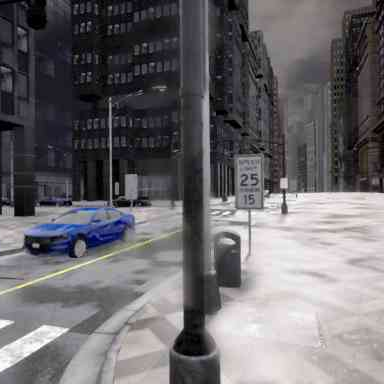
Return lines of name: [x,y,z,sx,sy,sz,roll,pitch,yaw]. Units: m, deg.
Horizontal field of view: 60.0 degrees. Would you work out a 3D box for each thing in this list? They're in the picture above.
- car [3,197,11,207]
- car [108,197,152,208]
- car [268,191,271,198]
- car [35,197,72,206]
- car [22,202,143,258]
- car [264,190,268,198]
car: [-26.347,1.333,43.064,4.718,1.301,1.895,0,0,19]
car: [-6.733,1.146,36.283,4.718,1.301,1.895,-1,0,21]
car: [14.604,0.410,66.634,2.128,1.511,4.902,-1,1,19]
car: [-16.667,1.242,39.738,4.718,1.301,1.895,-1,0,19]
car: [-3.949,1.334,12.483,1.882,1.535,5.008,-1,0,19]
car: [11.229,0.631,56.940,1.994,1.385,4.181,-1,1,19]
